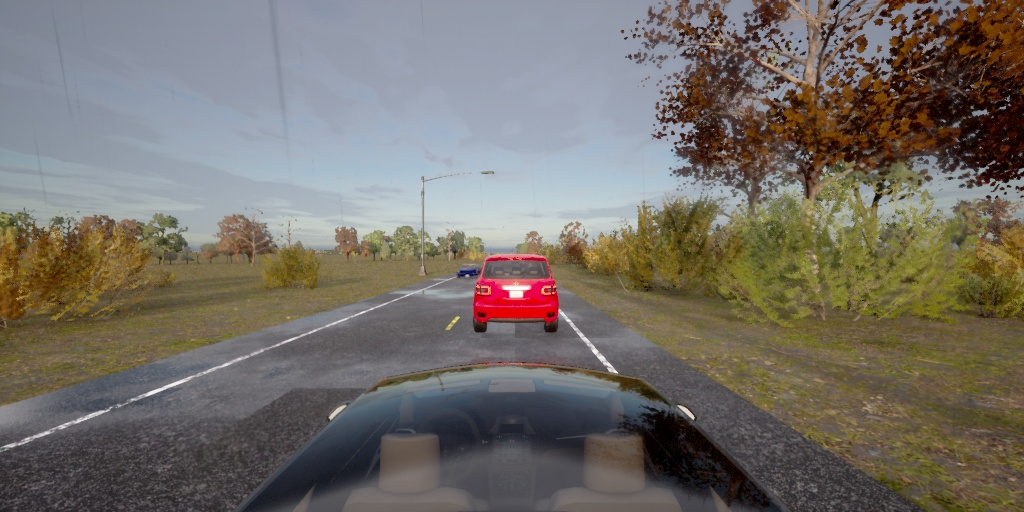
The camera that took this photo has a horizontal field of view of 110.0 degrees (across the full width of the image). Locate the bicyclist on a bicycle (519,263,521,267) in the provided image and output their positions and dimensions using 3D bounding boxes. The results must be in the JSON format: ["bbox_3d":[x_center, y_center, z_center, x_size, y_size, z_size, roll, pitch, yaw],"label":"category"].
[{"bbox_3d":[0.891,1.111,28.634,0.659,1.776,1.843,0,0,0],"label":"bicyclist on a bicycle"}]

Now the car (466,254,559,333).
[{"bbox_3d":[0.087,0.968,10.915,2.150,2.045,5.566,0,0,0],"label":"car"}]

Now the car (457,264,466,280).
[{"bbox_3d":[-3.692,1.340,31.739,1.895,1.301,4.718,0,0,0],"label":"car"}]

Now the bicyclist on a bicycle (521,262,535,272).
[{"bbox_3d":[0.935,1.114,18.621,0.659,1.776,1.843,0,0,0],"label":"bicyclist on a bicycle"}]
